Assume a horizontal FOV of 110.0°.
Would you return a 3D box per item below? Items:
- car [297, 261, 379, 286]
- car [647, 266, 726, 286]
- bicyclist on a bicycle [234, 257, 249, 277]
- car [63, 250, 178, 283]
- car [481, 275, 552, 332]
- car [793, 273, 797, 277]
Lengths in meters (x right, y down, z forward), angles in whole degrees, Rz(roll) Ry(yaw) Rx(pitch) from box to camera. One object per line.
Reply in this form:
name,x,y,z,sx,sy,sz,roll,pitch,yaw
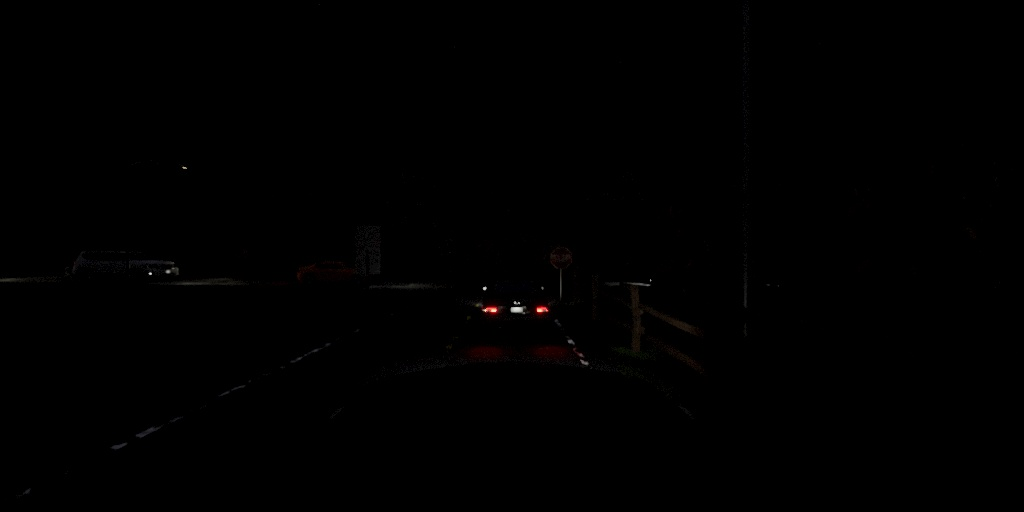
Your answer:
car,-11.446,1.102,23.777,5.008,1.535,1.882,1,0,1
car,12.920,1.447,26.509,5.357,1.411,2.033,1,0,0
bicyclist on a bicycle,-22.504,0.917,29.853,0.582,1.620,1.656,1,0,1
car,-25.670,0.670,23.901,5.566,2.045,2.150,0,0,0
car,0.060,1.293,10.844,2.033,1.411,5.357,0,0,-1
car,23.298,1.525,26.414,4.892,1.490,1.837,1,0,0
